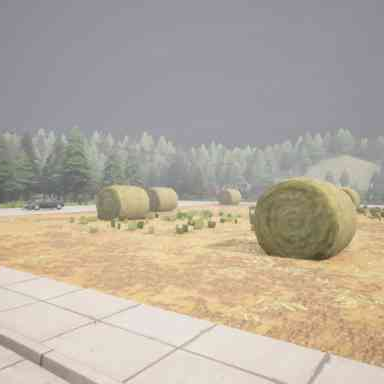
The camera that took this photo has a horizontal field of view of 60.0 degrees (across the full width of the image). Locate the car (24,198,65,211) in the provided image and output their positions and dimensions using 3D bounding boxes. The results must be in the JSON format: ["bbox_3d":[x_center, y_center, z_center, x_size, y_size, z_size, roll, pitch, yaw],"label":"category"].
[{"bbox_3d":[-18.323,1.499,41.437,2.128,1.511,4.902,0,0,36],"label":"car"}]
